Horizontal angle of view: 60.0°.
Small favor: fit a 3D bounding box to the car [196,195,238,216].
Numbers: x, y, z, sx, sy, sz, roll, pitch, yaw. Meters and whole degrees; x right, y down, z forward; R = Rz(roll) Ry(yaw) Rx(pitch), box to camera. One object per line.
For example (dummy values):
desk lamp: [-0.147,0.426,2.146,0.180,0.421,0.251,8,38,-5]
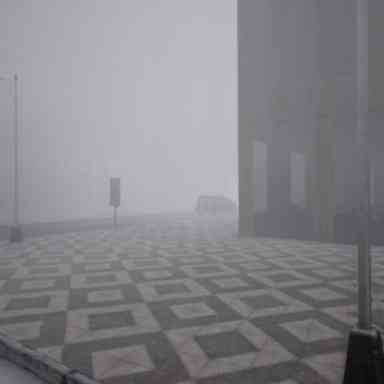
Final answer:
car: [2.582,1.360,34.057,2.150,2.045,5.566,-1,0,36]
